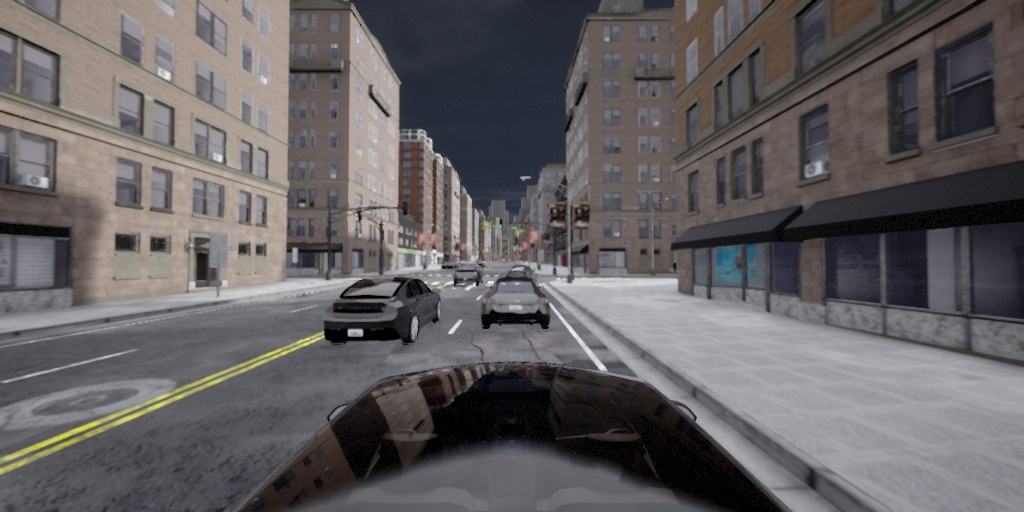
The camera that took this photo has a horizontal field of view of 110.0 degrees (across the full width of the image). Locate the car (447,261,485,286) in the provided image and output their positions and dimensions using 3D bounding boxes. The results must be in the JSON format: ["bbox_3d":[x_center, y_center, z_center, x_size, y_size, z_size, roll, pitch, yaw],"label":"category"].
[{"bbox_3d":[-3.146,1.364,26.598,2.128,1.511,4.902,0,0,0],"label":"car"}]

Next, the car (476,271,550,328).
[{"bbox_3d":[0.101,1.363,11.601,1.994,1.385,4.181,0,0,0],"label":"car"}]

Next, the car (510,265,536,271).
[{"bbox_3d":[0.786,1.401,27.318,1.812,1.442,4.674,0,0,11],"label":"car"}]

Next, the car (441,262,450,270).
[{"bbox_3d":[-9.813,1.614,56.215,1.895,1.301,4.718,0,0,0],"label":"car"}]

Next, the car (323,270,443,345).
[{"bbox_3d":[-3.149,1.295,9.636,1.837,1.490,4.892,0,0,0],"label":"car"}]
